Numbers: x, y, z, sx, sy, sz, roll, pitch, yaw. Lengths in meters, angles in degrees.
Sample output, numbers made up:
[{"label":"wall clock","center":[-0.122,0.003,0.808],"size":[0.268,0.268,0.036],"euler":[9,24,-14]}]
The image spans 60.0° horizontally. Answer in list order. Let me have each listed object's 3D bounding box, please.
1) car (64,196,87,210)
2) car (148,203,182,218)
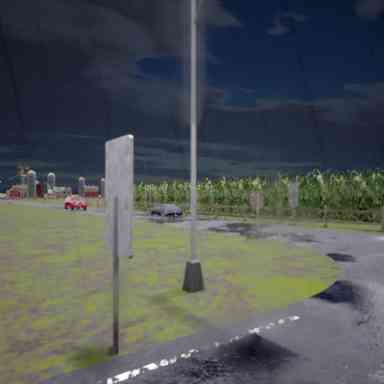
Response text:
[{"label":"car","center":[-17.813,1.672,50.731],"size":[2.150,2.045,5.566],"euler":[0,-1,-34]},{"label":"car","center":[-2.813,1.827,33.904],"size":[1.994,1.385,4.181],"euler":[0,-1,-36]}]
